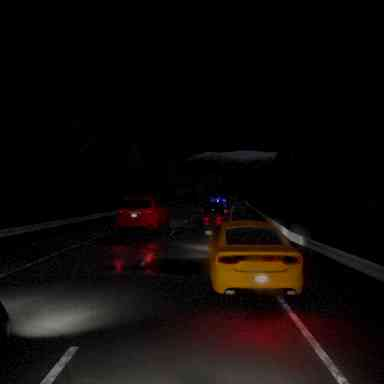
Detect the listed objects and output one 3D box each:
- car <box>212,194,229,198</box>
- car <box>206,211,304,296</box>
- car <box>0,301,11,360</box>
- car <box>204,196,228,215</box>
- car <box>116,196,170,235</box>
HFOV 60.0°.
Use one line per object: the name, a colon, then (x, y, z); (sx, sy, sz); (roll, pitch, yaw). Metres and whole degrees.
car: (3.669, 1.219, 44.326); (2.150, 2.045, 5.566); (0, 0, 8)
car: (1.392, 1.477, 8.698); (1.882, 1.535, 5.008); (0, 0, 2)
car: (-3.327, 1.501, 2.463); (1.837, 1.490, 4.892); (0, -1, 1)
car: (2.316, 1.489, 33.963); (2.128, 1.511, 4.902); (0, 0, 8)
car: (-2.643, 1.223, 18.936); (2.150, 2.045, 5.566); (0, 0, 4)
